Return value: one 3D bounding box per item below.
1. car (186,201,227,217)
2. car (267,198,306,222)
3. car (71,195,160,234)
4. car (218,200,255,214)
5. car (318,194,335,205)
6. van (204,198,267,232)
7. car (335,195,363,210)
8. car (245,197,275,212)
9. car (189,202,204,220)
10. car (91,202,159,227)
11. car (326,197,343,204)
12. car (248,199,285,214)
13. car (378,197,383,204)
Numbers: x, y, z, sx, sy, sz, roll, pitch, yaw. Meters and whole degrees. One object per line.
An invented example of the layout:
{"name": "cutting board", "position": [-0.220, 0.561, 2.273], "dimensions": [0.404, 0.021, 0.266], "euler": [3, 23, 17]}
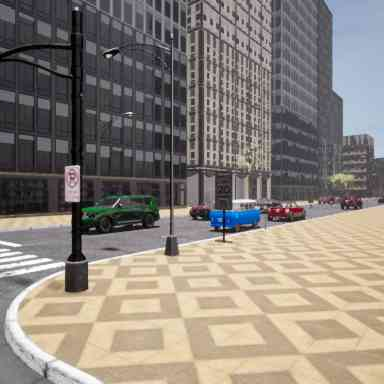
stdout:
{"name": "car", "position": [1.471, 1.603, 31.648], "dimensions": [1.802, 1.307, 4.206], "euler": [0, 0, 38]}
{"name": "car", "position": [7.703, 1.472, 26.825], "dimensions": [1.967, 1.590, 4.097], "euler": [0, 0, 38]}
{"name": "car", "position": [-4.380, 1.238, 20.019], "dimensions": [2.150, 2.045, 5.566], "euler": [0, 0, 39]}
{"name": "car", "position": [4.876, 1.571, 36.049], "dimensions": [1.887, 1.381, 4.507], "euler": [0, 0, 38]}
{"name": "car", "position": [25.306, 1.380, 62.450], "dimensions": [2.192, 1.841, 5.009], "euler": [0, 0, 38]}
{"name": "van", "position": [2.723, 1.368, 20.209], "dimensions": [1.690, 1.788, 3.998], "euler": [0, 0, 38]}
{"name": "car", "position": [21.322, 1.368, 44.426], "dimensions": [2.192, 1.841, 5.009], "euler": [0, 0, 38]}
{"name": "car", "position": [8.281, 1.471, 40.449], "dimensions": [1.967, 1.590, 4.097], "euler": [0, 0, 38]}
{"name": "car", "position": [1.837, 1.624, 28.086], "dimensions": [1.895, 1.301, 4.718], "euler": [0, 0, 38]}
{"name": "car", "position": [-4.657, 1.540, 23.941], "dimensions": [1.752, 1.417, 4.829], "euler": [0, 0, 38]}
{"name": "car", "position": [28.711, 1.624, 66.849], "dimensions": [2.008, 1.369, 4.403], "euler": [0, 0, 38]}
{"name": "car", "position": [8.224, 1.523, 36.322], "dimensions": [2.128, 1.511, 4.902], "euler": [0, 0, 38]}
{"name": "car", "position": [38.347, 1.658, 66.425], "dimensions": [1.947, 1.339, 4.313], "euler": [0, 0, 38]}
